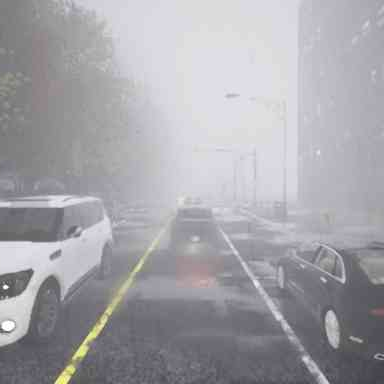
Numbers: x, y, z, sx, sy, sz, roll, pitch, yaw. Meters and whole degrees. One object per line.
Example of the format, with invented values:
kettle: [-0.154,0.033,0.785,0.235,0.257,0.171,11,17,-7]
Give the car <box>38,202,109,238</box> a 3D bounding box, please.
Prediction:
car: [-5.760,1.293,16.791,2.008,1.369,4.403,0,1,0]

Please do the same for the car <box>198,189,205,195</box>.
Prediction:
car: [2.722,0.072,94.032,1.967,1.590,4.097,0,1,0]

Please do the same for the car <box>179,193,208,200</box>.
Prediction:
car: [0.110,1.082,30.665,2.033,1.411,5.357,0,1,0]

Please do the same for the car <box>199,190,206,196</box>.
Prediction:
car: [2.720,0.253,88.402,1.887,1.381,4.507,0,1,0]

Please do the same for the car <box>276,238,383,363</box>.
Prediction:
car: [2.694,1.461,5.716,2.008,1.369,4.403,0,1,0]

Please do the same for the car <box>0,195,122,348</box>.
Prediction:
car: [-3.097,1.120,6.485,2.150,2.045,5.566,0,1,0]

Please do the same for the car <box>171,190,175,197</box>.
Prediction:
car: [-5.664,0.305,77.139,1.967,1.590,4.097,0,1,0]

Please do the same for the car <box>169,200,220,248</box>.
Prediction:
car: [0.105,1.295,13.586,1.837,1.490,4.892,0,1,0]

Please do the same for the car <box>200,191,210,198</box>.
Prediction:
car: [2.714,0.509,71.506,1.947,1.339,4.313,0,1,0]

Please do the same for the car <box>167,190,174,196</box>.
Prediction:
car: [-5.660,0.237,88.234,1.752,1.417,4.829,0,1,0]

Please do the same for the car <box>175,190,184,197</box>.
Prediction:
car: [-2.974,0.307,79.672,1.882,1.535,5.008,0,1,0]

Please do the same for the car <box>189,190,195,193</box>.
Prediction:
car: [0.027,0.257,87.109,2.033,1.411,5.357,0,1,0]

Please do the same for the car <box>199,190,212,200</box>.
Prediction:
car: [2.711,0.670,60.242,1.947,1.339,4.313,0,1,0]

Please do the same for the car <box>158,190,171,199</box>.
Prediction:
car: [-5.668,0.606,65.877,1.802,1.307,4.206,0,1,0]
